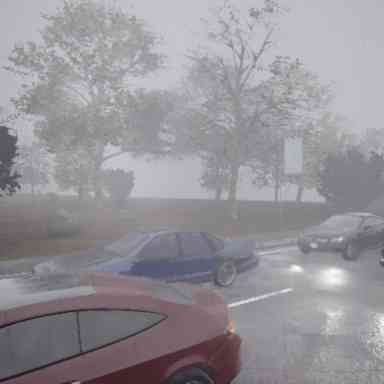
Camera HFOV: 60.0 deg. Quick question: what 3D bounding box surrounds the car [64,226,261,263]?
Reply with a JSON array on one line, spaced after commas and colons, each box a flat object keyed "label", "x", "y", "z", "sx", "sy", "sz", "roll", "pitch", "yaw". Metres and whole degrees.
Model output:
[{"label": "car", "x": -0.786, "y": 1.543, "z": 7.723, "sx": 5.357, "sy": 1.411, "sz": 2.033, "roll": 0, "pitch": 0, "yaw": -35}]

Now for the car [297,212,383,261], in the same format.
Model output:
[{"label": "car", "x": 5.945, "y": 1.515, "z": 12.421, "sx": 4.674, "sy": 1.442, "sz": 1.812, "roll": 0, "pitch": 0, "yaw": -36}]

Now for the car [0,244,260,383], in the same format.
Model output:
[{"label": "car", "x": -1.607, "y": 1.527, "z": 2.844, "sx": 4.674, "sy": 1.442, "sz": 1.812, "roll": 0, "pitch": 0, "yaw": -35}]

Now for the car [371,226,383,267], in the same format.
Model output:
[{"label": "car", "x": 7.004, "y": 1.589, "z": 8.894, "sx": 4.718, "sy": 1.301, "sz": 1.895, "roll": 0, "pitch": 0, "yaw": -35}]
